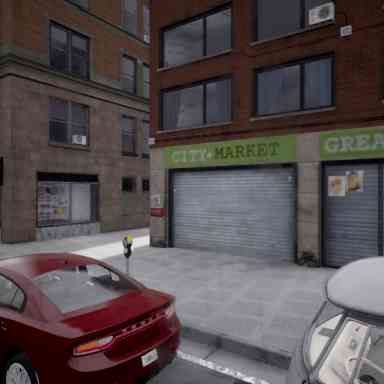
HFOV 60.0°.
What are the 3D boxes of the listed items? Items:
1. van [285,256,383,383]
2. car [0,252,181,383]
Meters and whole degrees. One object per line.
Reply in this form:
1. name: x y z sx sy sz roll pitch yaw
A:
1. van: 2.366 1.341 1.389 3.998 1.788 1.690 0 0 35
2. car: -2.243 1.544 4.675 4.507 1.381 1.887 0 0 35
